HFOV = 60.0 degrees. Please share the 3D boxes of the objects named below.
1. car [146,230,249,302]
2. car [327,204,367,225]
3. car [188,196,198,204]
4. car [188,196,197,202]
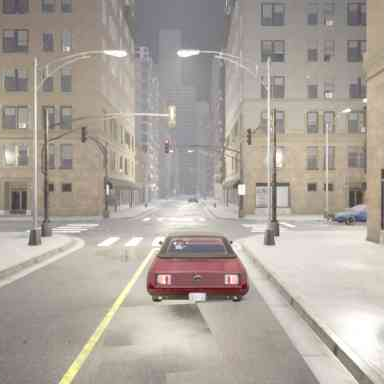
[{"bbox_3d":[0.093,1.601,8.214,1.895,1.301,4.718,0,0,0],"label":"car"},{"bbox_3d":[12.198,1.512,22.804,5.357,1.411,2.033,0,0,3],"label":"car"},{"bbox_3d":[0.180,1.507,65.198,1.812,1.442,4.674,0,0,0],"label":"car"},{"bbox_3d":[0.098,1.567,75.127,1.895,1.301,4.718,0,0,0],"label":"car"}]
